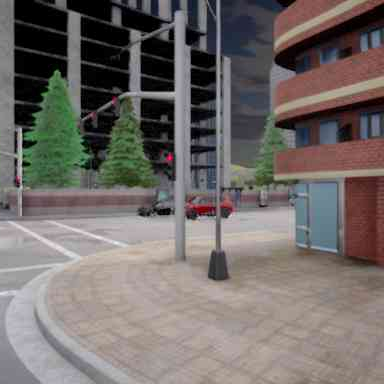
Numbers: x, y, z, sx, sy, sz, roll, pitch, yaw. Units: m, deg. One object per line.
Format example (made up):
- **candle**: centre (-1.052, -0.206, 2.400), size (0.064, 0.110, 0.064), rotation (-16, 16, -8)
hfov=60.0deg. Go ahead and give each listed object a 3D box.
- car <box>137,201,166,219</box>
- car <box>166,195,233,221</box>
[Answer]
- **car**: centre (-2.489, 1.525, 30.041), size (5.008, 1.535, 1.882), rotation (0, 0, -34)
- **car**: centre (0.926, 1.271, 28.130), size (5.566, 2.045, 2.150), rotation (0, 0, -34)
